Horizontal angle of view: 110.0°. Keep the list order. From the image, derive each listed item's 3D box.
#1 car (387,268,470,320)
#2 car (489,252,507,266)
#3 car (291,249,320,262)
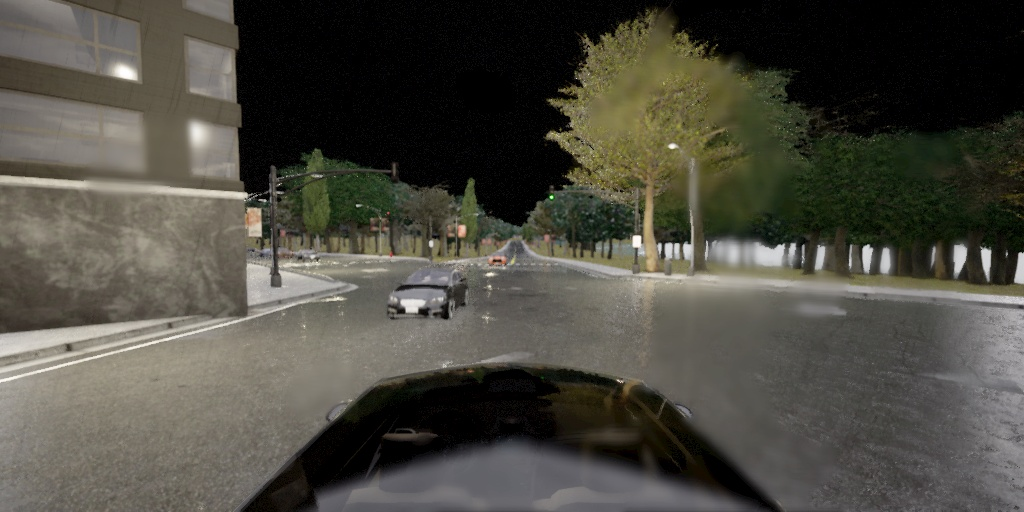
[{"bbox_3d":[-2.635,1.180,12.246,2.128,1.511,4.902,1,1,2],"label":"car"},{"bbox_3d":[-1.720,0.264,44.554,2.097,1.767,4.553,0,1,1],"label":"car"},{"bbox_3d":[-26.090,-0.096,45.729,2.128,1.511,4.902,-3,3,-43],"label":"car"}]
